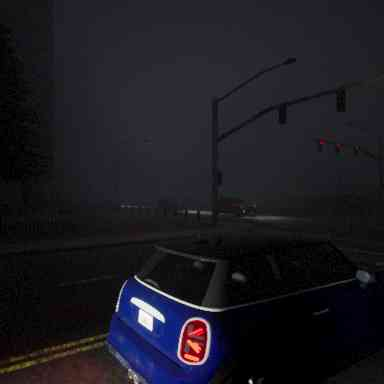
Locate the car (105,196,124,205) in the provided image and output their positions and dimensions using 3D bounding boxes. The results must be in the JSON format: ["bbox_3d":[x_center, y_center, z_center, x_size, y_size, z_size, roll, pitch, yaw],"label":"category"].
[{"bbox_3d":[-13.291,1.485,56.869,2.128,1.511,4.902,0,0,-35],"label":"car"}]

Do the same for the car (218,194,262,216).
[{"bbox_3d":[4.174,1.345,32.403,2.097,1.767,4.553,0,0,-36],"label":"car"}]

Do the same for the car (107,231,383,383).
[{"bbox_3d":[1.255,1.351,4.692,4.553,1.767,2.097,0,0,-35],"label":"car"}]

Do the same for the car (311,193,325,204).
[{"bbox_3d":[29.192,1.133,72.516,1.932,1.855,4.605,0,0,-36],"label":"car"}]

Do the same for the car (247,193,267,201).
[{"bbox_3d":[15.936,1.135,81.568,1.932,1.855,4.605,0,0,-36],"label":"car"}]

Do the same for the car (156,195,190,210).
[{"bbox_3d":[-2.826,1.484,42.169,2.128,1.511,4.902,0,0,-35],"label":"car"}]

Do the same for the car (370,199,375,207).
[{"bbox_3d":[23.403,1.142,46.845,1.905,1.878,3.866,0,0,-36],"label":"car"}]

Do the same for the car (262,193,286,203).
[{"bbox_3d":[15.478,1.381,62.644,1.970,1.475,3.806,0,0,-36],"label":"car"}]

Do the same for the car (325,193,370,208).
[{"bbox_3d":[21.014,1.140,45.211,1.932,1.855,4.605,0,0,-36],"label":"car"}]

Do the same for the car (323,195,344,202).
[{"bbox_3d":[31.589,1.343,74.144,1.784,1.438,3.905,0,0,-36],"label":"car"}]
